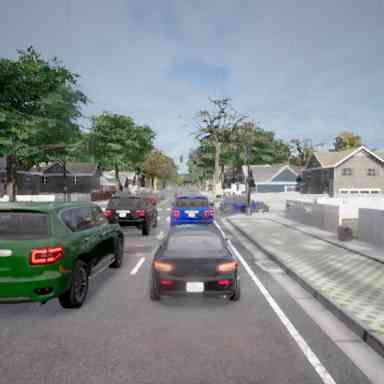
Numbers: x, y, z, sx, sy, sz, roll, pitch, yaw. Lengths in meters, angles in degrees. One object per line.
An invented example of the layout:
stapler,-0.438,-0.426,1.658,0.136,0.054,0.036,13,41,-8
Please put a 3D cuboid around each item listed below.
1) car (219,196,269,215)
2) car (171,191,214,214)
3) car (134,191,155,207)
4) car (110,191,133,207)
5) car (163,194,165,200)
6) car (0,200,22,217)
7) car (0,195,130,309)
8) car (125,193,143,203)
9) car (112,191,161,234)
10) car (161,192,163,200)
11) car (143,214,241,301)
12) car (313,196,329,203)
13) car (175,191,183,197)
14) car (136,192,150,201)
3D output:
car,4.869,1.150,31.206,4.553,1.767,2.097,0,1,-1
car,0.026,1.155,18.223,2.150,2.045,5.566,0,0,1
car,-6.585,0.877,46.814,2.150,2.045,5.566,0,1,0
car,-9.836,0.877,46.867,2.150,2.045,5.566,0,1,0
car,-6.511,0.842,66.342,2.128,1.511,4.902,0,1,1
car,-18.650,1.501,31.007,4.674,1.442,1.812,0,1,1
car,-3.186,1.207,7.997,2.150,2.045,5.566,0,0,1
car,-9.820,1.030,56.546,2.128,1.511,4.902,0,1,0
car,-3.222,1.154,18.348,2.150,2.045,5.566,0,0,1
car,-6.567,1.107,56.222,1.994,1.385,4.181,0,1,1
car,0.067,1.511,8.190,1.812,1.442,4.674,0,0,0
car,13.286,1.189,34.372,4.902,1.511,2.128,0,1,-2
car,-3.229,0.498,82.940,1.994,1.385,4.181,0,1,0
car,-9.750,0.838,66.521,2.128,1.511,4.902,0,1,1
